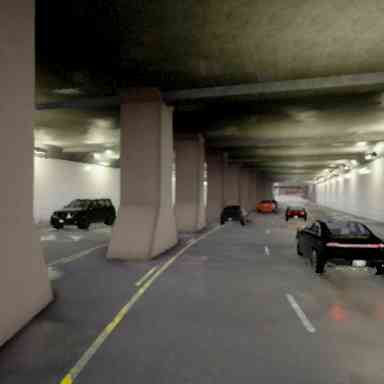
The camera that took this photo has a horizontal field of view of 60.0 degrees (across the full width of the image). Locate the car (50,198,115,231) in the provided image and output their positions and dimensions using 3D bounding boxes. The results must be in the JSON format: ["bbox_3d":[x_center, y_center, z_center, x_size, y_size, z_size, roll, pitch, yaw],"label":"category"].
[{"bbox_3d":[-7.363,1.449,23.116,2.150,2.045,5.566,0,-1,14],"label":"car"}]

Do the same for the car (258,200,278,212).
[{"bbox_3d":[10.574,1.913,46.913,2.097,1.767,4.553,0,-1,18],"label":"car"}]

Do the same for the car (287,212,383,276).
[{"bbox_3d":[4.649,1.632,10.922,2.128,1.511,4.902,0,-1,8],"label":"car"}]

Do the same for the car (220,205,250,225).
[{"bbox_3d":[3.564,1.823,27.427,1.837,1.490,4.892,0,-1,17],"label":"car"}]

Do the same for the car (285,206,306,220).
[{"bbox_3d":[10.042,1.997,32.203,1.895,1.301,4.718,0,-1,17],"label":"car"}]
